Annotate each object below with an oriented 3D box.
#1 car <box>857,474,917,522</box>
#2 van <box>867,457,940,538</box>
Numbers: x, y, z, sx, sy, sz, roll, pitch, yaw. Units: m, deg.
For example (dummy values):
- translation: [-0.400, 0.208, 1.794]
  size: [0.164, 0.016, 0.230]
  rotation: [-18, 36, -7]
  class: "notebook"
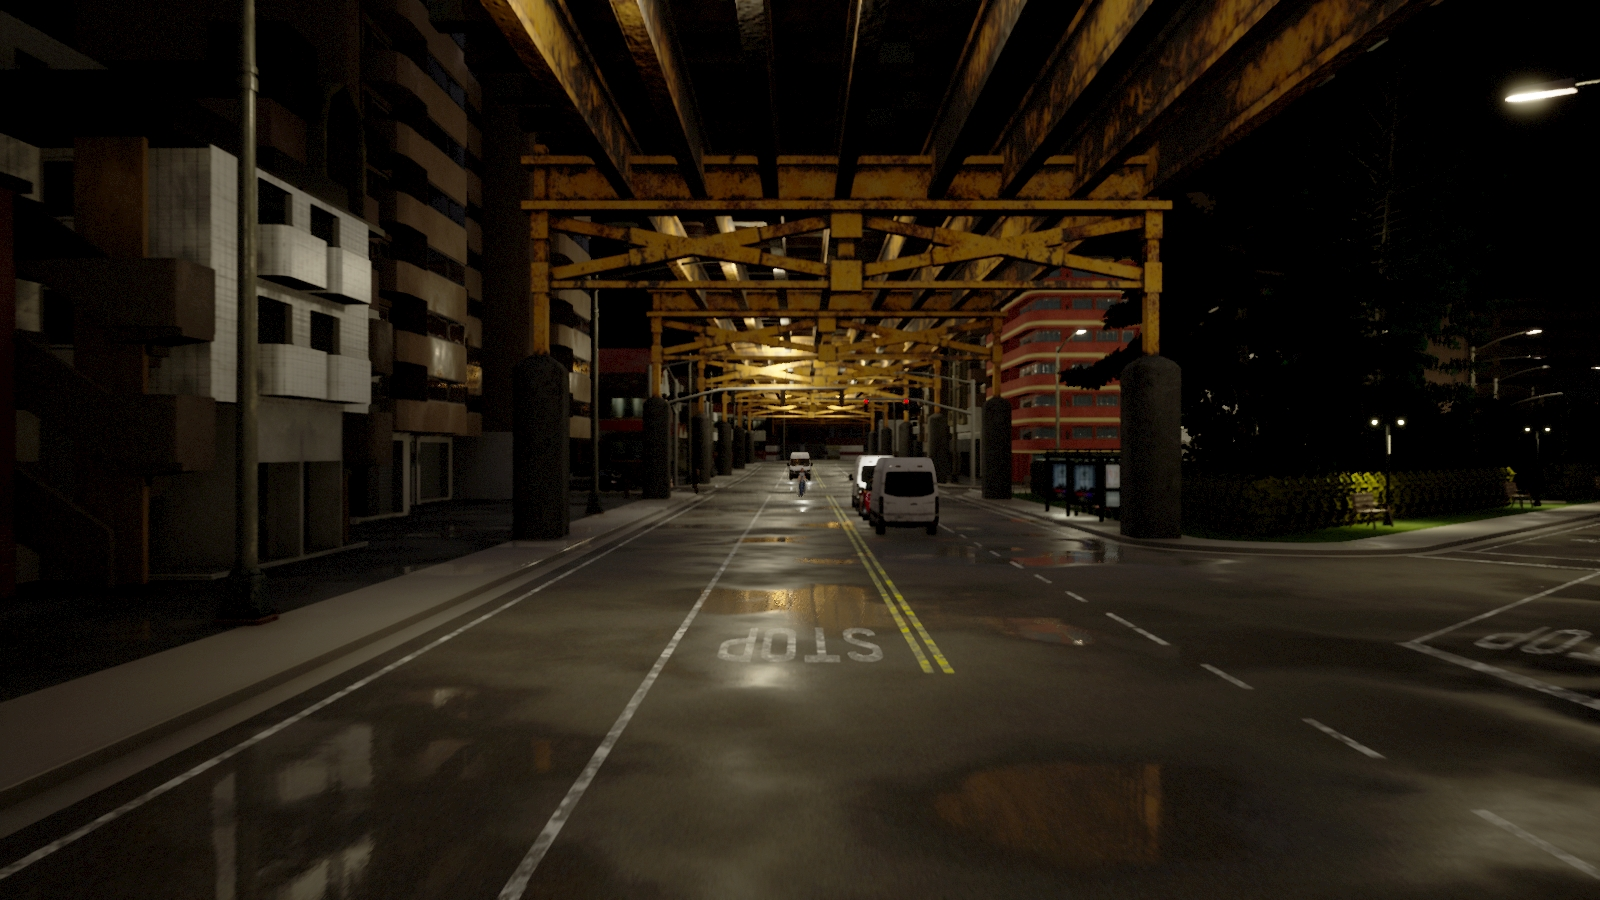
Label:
- translation: [3.470, 1.894, 46.548]
  size: [2.097, 1.767, 4.553]
  rotation: [0, 0, 0]
  class: "car"
- translation: [3.490, 1.525, 39.525]
  size: [1.988, 2.561, 5.915]
  rotation: [0, 0, 0]
  class: "van"
